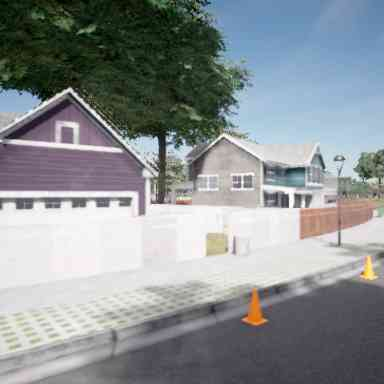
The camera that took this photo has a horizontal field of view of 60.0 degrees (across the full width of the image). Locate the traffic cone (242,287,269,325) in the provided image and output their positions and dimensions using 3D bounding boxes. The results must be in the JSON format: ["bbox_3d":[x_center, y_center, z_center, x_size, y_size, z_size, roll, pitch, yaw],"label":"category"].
[{"bbox_3d":[1.132,2.005,5.945,0.340,0.580,0.340,0,-1,-39],"label":"traffic cone"}]

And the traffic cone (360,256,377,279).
[{"bbox_3d":[4.837,2.038,9.097,0.340,0.580,0.340,1,-1,-42],"label":"traffic cone"}]
